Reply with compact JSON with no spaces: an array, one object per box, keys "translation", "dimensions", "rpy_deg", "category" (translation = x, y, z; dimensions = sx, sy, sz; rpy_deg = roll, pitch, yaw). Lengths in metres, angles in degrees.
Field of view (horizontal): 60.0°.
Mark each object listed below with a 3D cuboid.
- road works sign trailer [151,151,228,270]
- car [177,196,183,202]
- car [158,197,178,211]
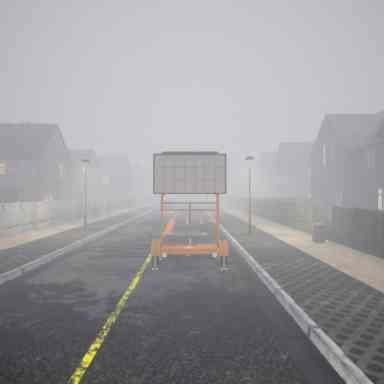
[{"translation":[-0.070,0.467,11.009],"dimensions":[2.380,3.560,2.880],"rpy_deg":[0,0,0],"category":"road works sign trailer"},{"translation":[-3.390,1.831,89.721],"dimensions":[2.097,1.767,4.553],"rpy_deg":[0,-1,0],"category":"car"},{"translation":[-3.147,1.638,41.739],"dimensions":[2.033,1.411,5.357],"rpy_deg":[0,0,0],"category":"car"}]
